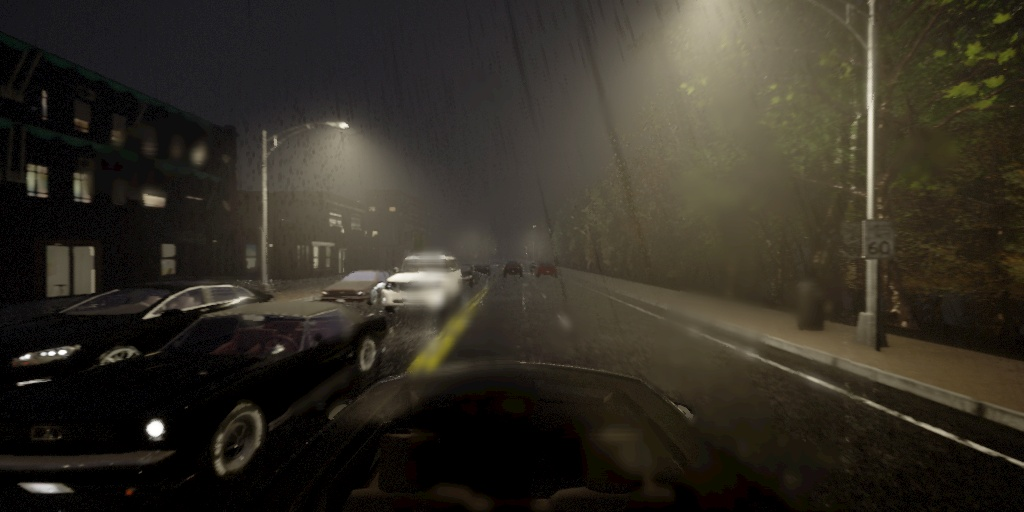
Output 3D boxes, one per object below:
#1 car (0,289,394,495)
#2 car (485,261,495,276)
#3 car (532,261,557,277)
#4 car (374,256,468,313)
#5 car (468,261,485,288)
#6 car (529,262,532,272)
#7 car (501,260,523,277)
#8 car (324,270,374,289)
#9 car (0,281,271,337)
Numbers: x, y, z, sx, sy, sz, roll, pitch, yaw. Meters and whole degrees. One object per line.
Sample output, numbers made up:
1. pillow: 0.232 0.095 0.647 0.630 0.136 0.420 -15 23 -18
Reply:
1. car: -3.348 1.360 4.777 1.895 1.301 4.718 0 0 0
2. car: -3.245 1.455 38.968 1.895 1.301 4.718 0 0 0
3. car: 3.369 1.324 36.323 1.882 1.535 5.008 0 0 0
4. car: -3.341 1.008 14.540 2.150 2.045 5.566 0 0 0
5. car: -3.327 1.306 24.608 2.128 1.511 4.902 0 0 0
6. car: 3.290 1.369 47.567 2.128 1.511 4.902 0 0 0
7. car: 0.118 1.326 36.895 1.882 1.535 5.008 0 0 0
8. car: -6.592 1.339 16.478 2.033 1.411 5.357 0 0 0
9. car: -6.597 1.256 6.706 2.128 1.511 4.902 0 0 0
